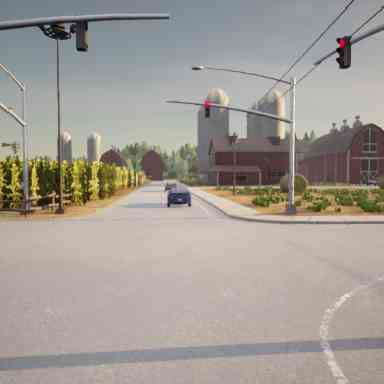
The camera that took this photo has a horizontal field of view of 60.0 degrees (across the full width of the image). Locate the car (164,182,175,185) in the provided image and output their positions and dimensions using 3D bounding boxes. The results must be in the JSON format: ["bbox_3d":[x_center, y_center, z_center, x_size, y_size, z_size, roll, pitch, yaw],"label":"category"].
[{"bbox_3d":[-3.369,-0.839,52.889,2.128,1.511,4.902,0,3,-5],"label":"car"}]

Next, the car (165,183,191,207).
[{"bbox_3d":[-1.127,0.332,27.659,1.882,1.535,5.008,0,3,-5],"label":"car"}]

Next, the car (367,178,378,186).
[{"bbox_3d":[42.328,-2.370,77.602,1.905,1.878,3.866,10,10,41],"label":"car"}]
